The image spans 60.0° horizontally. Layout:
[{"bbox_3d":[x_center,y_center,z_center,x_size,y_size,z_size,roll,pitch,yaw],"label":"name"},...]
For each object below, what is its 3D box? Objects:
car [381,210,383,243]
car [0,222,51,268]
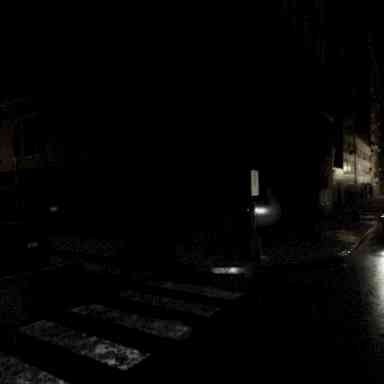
[{"bbox_3d":[9.166,1.099,13.767,2.097,1.767,4.553,-1,0,33],"label":"car"},{"bbox_3d":[-6.527,1.674,11.175,4.313,1.339,1.947,-1,0,33],"label":"car"}]
